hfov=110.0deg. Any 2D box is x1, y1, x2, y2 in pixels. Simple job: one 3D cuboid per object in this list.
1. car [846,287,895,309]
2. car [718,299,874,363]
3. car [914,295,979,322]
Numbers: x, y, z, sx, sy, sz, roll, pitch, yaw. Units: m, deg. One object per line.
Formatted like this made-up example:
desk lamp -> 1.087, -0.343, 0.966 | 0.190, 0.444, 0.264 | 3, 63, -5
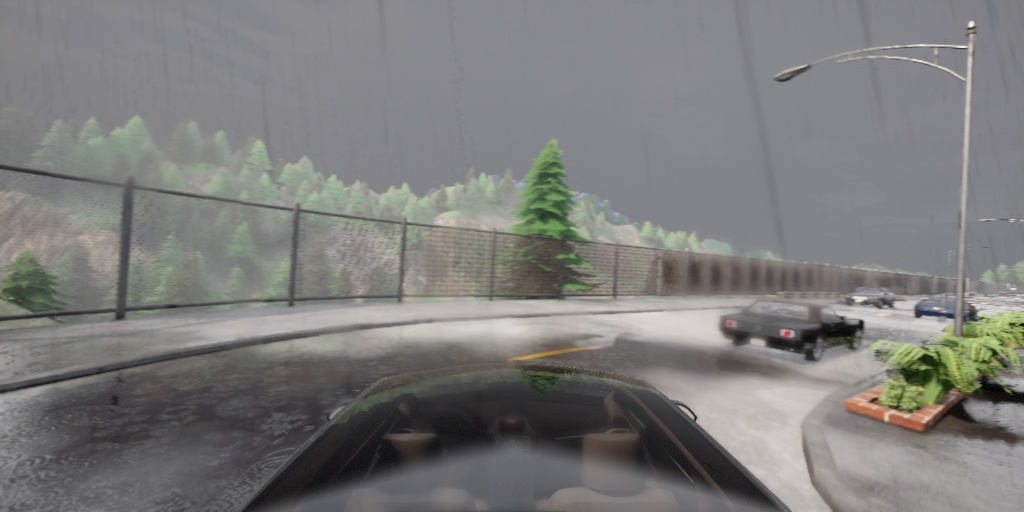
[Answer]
car -> 26.729, 3.054, 26.720 | 4.902, 1.511, 2.128 | 4, -1, -32
car -> 7.749, 1.883, 9.761 | 4.718, 1.301, 1.895 | 4, -1, -33
car -> 25.067, 2.964, 20.711 | 4.181, 1.385, 1.994 | 4, -1, -32
